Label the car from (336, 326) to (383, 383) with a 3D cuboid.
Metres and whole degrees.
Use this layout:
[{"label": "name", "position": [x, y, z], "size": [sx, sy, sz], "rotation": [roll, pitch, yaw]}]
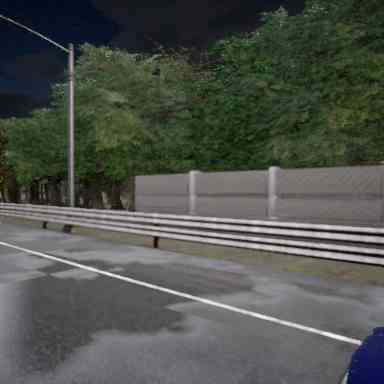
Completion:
[{"label": "car", "position": [3.205, 1.599, 1.581], "size": [4.718, 1.301, 1.895], "rotation": [0, 0, 35]}]
